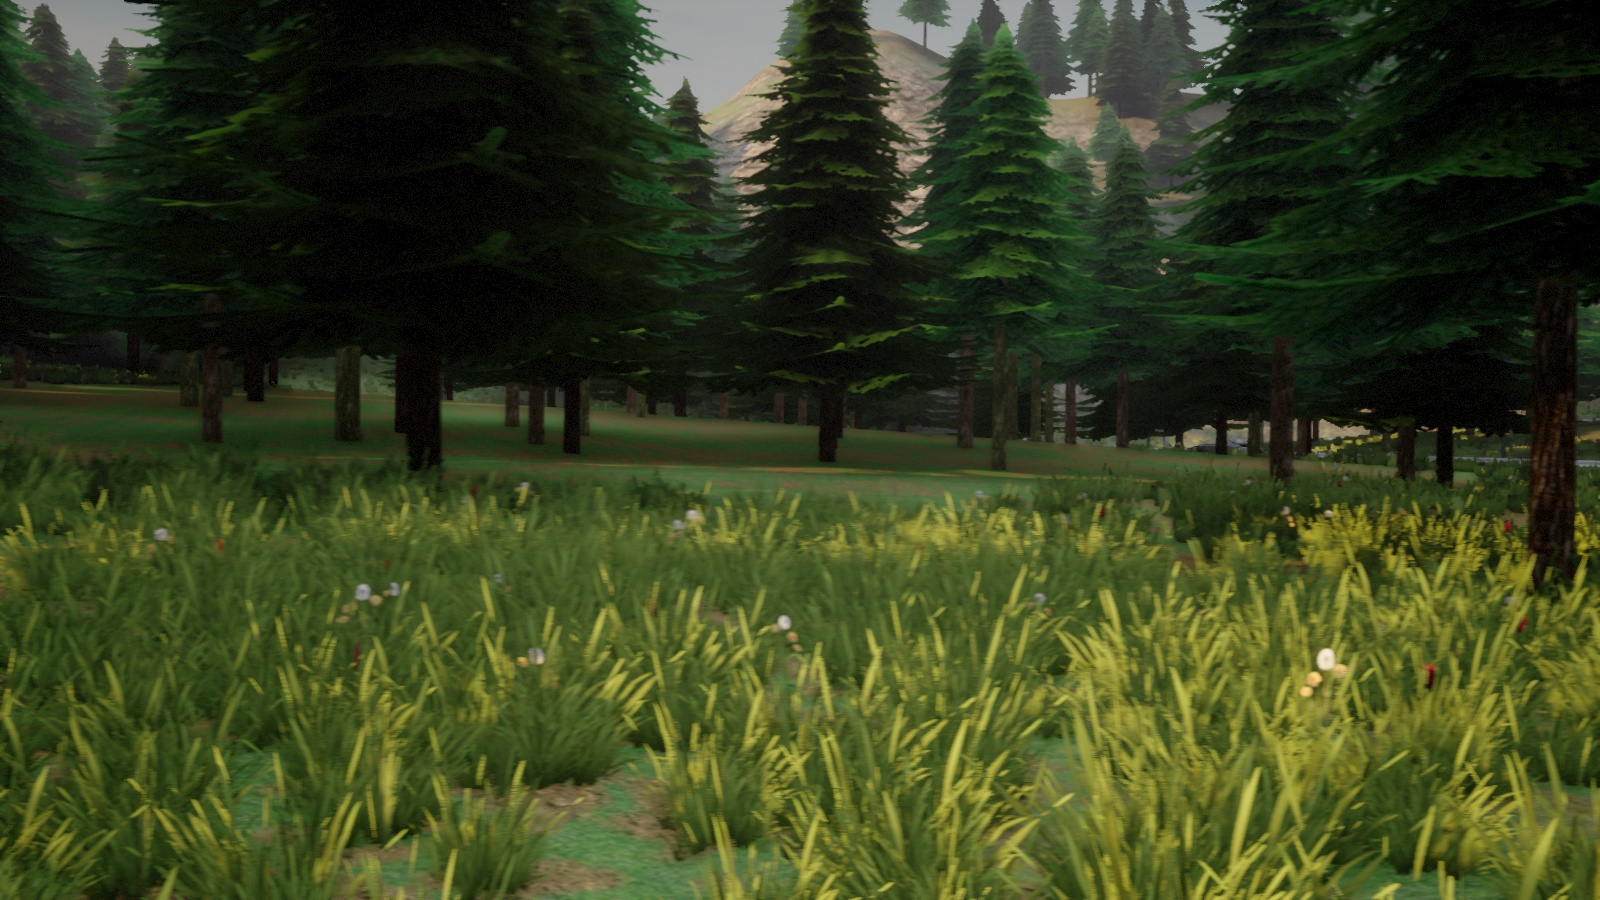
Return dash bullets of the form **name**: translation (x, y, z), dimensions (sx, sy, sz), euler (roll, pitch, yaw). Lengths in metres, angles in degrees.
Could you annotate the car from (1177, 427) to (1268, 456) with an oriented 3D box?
- **car**: translation (23.371, -0.491, 69.613), dimensions (2.128, 1.511, 4.902), euler (-1, 1, -21)
